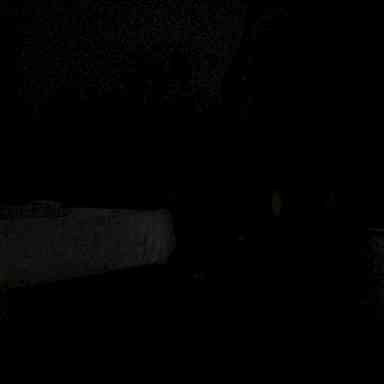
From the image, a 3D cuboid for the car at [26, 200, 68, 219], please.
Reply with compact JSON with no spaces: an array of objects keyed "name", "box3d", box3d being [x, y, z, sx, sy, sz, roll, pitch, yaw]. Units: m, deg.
[{"name":"car","box3d":[-10.035,1.294,23.056,4.674,1.442,1.812,1,1,32]}]
